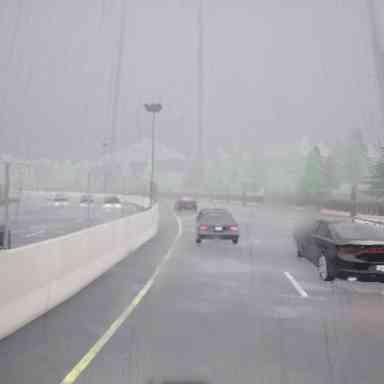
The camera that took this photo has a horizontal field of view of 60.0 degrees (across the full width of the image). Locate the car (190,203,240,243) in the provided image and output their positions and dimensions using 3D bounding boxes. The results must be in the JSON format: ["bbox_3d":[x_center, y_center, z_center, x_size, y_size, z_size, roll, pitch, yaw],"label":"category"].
[{"bbox_3d":[1.062,1.467,15.573,2.033,1.411,5.357,1,0,0],"label":"car"}]

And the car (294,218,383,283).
[{"bbox_3d":[4.331,1.484,9.666,1.882,1.535,5.008,1,0,5],"label":"car"}]

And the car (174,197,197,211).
[{"bbox_3d":[-0.734,1.243,35.918,1.882,1.535,5.008,1,0,-11],"label":"car"}]
